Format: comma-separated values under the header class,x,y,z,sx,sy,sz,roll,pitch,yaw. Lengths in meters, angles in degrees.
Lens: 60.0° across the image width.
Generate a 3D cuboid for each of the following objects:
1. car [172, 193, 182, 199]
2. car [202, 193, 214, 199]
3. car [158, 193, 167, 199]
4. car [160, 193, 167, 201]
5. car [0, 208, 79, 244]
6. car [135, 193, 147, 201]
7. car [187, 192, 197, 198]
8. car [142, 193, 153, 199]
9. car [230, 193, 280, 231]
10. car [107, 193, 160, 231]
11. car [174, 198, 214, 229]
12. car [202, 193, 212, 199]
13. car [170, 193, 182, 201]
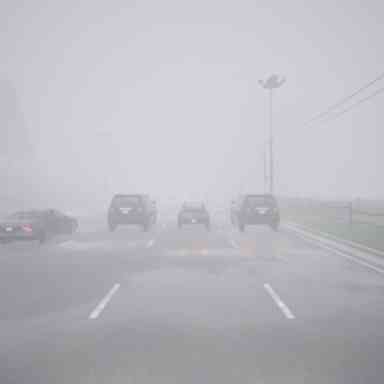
class,x,y,z,sx,sy,sz,roll,pitch,yaw
car,-3.509,0.864,79.144,2.033,1.411,5.357,0,0,0
car,3.492,1.030,68.726,1.882,1.535,5.008,0,0,0
car,-7.009,0.919,79.174,1.895,1.301,4.718,0,0,0
car,-7.008,1.094,68.725,2.033,1.411,5.357,0,0,0
car,-6.901,1.449,15.131,2.033,1.411,5.357,0,0,0
car,-10.508,1.028,68.754,1.882,1.535,5.008,0,0,0
car,-0.008,1.031,68.726,1.882,1.535,5.008,0,0,0
car,-10.509,0.864,79.173,2.033,1.411,5.357,0,0,0
car,3.598,1.094,19.727,2.150,2.045,5.566,0,0,0
car,-3.402,1.094,19.673,2.150,2.045,5.566,0,0,0
car,0.098,1.359,20.562,2.128,1.511,4.902,0,0,0
car,3.491,0.864,79.145,2.033,1.411,5.357,0,0,0
car,-3.508,1.052,68.725,1.837,1.490,4.892,0,0,0
